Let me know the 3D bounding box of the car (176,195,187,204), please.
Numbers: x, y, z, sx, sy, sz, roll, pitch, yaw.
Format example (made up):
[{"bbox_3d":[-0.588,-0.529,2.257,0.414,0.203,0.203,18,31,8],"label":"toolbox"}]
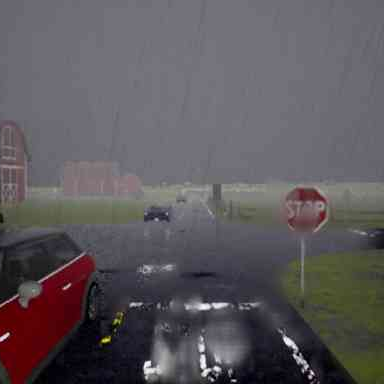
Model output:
[{"bbox_3d":[-1.839,1.320,59.736,2.033,1.411,5.357,0,0,1],"label":"car"}]

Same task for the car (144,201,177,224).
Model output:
[{"bbox_3d":[-2.374,1.544,24.687,1.895,1.301,4.718,0,0,1],"label":"car"}]

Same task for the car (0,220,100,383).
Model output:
[{"bbox_3d":[-2.689,1.341,3.972,2.097,1.767,4.553,0,0,1],"label":"car"}]
